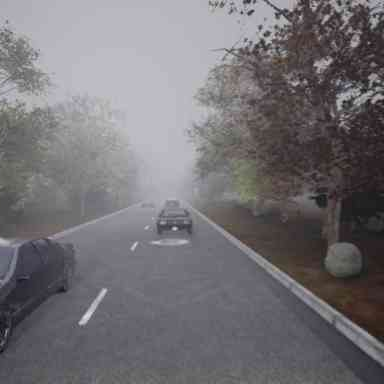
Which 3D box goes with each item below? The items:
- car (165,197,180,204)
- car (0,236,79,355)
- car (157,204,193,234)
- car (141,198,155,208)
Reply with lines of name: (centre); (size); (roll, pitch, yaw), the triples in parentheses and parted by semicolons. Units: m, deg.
car: (-2.674, 1.447, 45.143); (1.882, 1.535, 5.008); (-1, 0, -4)
car: (-3.661, 1.597, 6.239); (2.033, 1.411, 5.357); (-1, 0, -4)
car: (-1.033, 1.593, 19.366); (1.895, 1.301, 4.718); (-1, 0, -4)
car: (-6.302, 1.565, 48.279); (2.033, 1.411, 5.357); (-1, 0, -3)
